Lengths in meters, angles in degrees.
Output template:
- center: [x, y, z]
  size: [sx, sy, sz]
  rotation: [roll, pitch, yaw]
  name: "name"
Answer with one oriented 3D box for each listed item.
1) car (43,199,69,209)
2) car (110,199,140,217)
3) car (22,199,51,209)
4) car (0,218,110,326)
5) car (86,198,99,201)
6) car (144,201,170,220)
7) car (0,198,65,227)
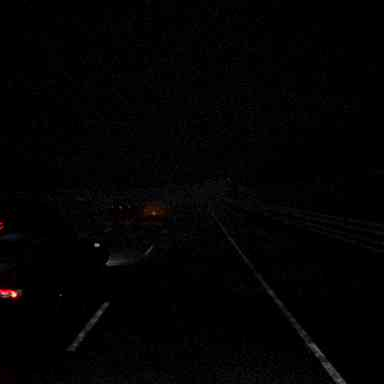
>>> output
- center: [-19.993, 1.764, 49.195]
  size: [1.994, 1.385, 4.181]
  rotation: [0, -1, 3]
  name: "car"
- center: [-6.408, 1.453, 32.306]
  size: [2.097, 1.767, 4.553]
  rotation: [0, 0, 2]
  name: "car"
- center: [-23.441, 1.803, 50.331]
  size: [1.895, 1.301, 4.718]
  rotation: [0, -1, 3]
  name: "car"
- center: [-3.362, 1.561, 7.425]
  size: [2.033, 1.411, 5.357]
  rotation: [0, 0, 0]
  name: "car"
- center: [-16.275, 1.753, 53.979]
  size: [1.837, 1.490, 4.892]
  rotation: [0, 0, 3]
  name: "car"
- center: [-2.994, 1.565, 29.228]
  size: [1.882, 1.535, 5.008]
  rotation: [0, 0, 1]
  name: "car"
- center: [-6.809, 1.246, 12.707]
  size: [2.150, 2.045, 5.566]
  rotation: [0, 0, 1]
  name: "car"
